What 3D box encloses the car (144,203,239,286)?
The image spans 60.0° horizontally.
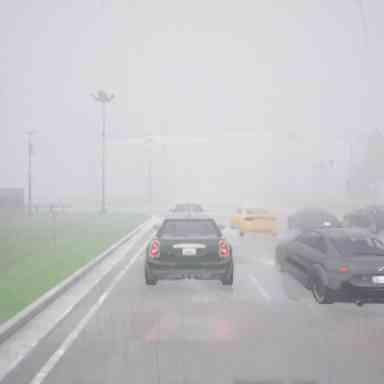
[{"bbox_3d":[-0.085,1.352,9.596,2.097,1.767,4.553,0,0,-1],"label":"car"}]

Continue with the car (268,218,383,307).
[{"bbox_3d":[3.435,1.566,8.080,1.994,1.385,4.181,0,0,-1],"label":"car"}]

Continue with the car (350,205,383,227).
[{"bbox_3d":[10.294,1.495,18.796,2.128,1.511,4.902,0,0,-1],"label":"car"}]

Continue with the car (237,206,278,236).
[{"bbox_3d":[3.301,1.479,18.311,1.882,1.535,5.008,0,0,-1],"label":"car"}]

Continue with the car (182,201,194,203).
[{"bbox_3d":[-0.205,1.352,18.596,2.097,1.767,4.553,0,0,-1],"label":"car"}]

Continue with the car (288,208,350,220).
[{"bbox_3d":[6.793,1.566,18.790,1.994,1.385,4.181,0,0,-1],"label":"car"}]
